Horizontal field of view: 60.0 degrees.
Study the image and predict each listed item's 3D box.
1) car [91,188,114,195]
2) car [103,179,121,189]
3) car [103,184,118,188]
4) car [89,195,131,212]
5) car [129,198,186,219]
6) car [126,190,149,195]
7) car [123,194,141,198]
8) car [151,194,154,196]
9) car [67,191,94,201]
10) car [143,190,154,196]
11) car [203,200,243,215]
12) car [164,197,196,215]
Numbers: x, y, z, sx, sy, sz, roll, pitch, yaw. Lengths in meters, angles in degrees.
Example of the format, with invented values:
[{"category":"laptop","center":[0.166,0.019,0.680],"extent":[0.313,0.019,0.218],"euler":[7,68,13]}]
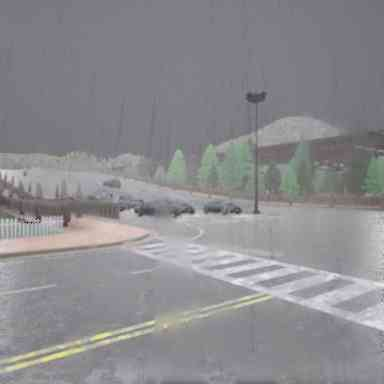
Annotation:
[{"category":"car","center":[-13.528,0.575,48.330],"extent":[2.097,1.767,4.553],"euler":[0,5,-37]},{"category":"car","center":[-16.930,-1.803,70.509],"extent":[2.150,2.045,5.566],"euler":[0,7,-37]},{"category":"car","center":[-14.743,0.097,55.852],"extent":[1.837,1.490,4.892],"euler":[0,6,-37]},{"category":"car","center":[-9.195,1.401,36.769],"extent":[2.033,1.411,5.357],"euler":[0,2,-37]},{"category":"car","center":[-3.119,1.493,28.763],"extent":[2.033,1.411,5.357],"euler":[0,0,-37]},{"category":"car","center":[-8.611,0.933,47.619],"extent":[1.882,1.535,5.008],"euler":[0,4,-37]},{"category":"car","center":[-7.496,1.350,40.325],"extent":[1.994,1.385,4.181],"euler":[0,2,-37]},{"category":"car","center":[-2.492,1.349,39.517],"extent":[1.882,1.535,5.008],"euler":[0,1,-37]},{"category":"car","center":[-15.388,0.856,44.976],"extent":[1.837,1.490,4.892],"euler":[0,4,-37]},{"category":"car","center":[-8.763,0.216,59.776],"extent":[1.895,1.301,4.718],"euler":[0,6,-37]},{"category":"car","center":[2.929,1.481,32.379],"extent":[1.994,1.385,4.181],"euler":[0,0,-37]},{"category":"car","center":[-1.489,1.492,32.408],"extent":[1.994,1.385,4.181],"euler":[0,0,-37]}]
